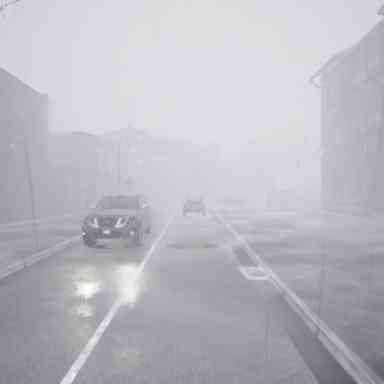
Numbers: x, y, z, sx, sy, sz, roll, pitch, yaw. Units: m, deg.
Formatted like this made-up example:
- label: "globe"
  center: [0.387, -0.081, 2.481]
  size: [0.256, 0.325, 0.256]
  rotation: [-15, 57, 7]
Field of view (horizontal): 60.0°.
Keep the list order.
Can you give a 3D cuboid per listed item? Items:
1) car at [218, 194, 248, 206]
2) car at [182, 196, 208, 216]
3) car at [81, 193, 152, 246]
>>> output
- label: "car"
  center: [5.228, 1.028, 42.149]
  size: [2.128, 1.511, 4.902]
  rotation: [-1, -1, 40]
- label: "car"
  center: [0.248, 1.110, 27.658]
  size: [2.128, 1.511, 4.902]
  rotation: [0, 1, 2]
- label: "car"
  center: [-3.102, 1.088, 14.916]
  size: [2.150, 2.045, 5.566]
  rotation: [0, 1, 0]
